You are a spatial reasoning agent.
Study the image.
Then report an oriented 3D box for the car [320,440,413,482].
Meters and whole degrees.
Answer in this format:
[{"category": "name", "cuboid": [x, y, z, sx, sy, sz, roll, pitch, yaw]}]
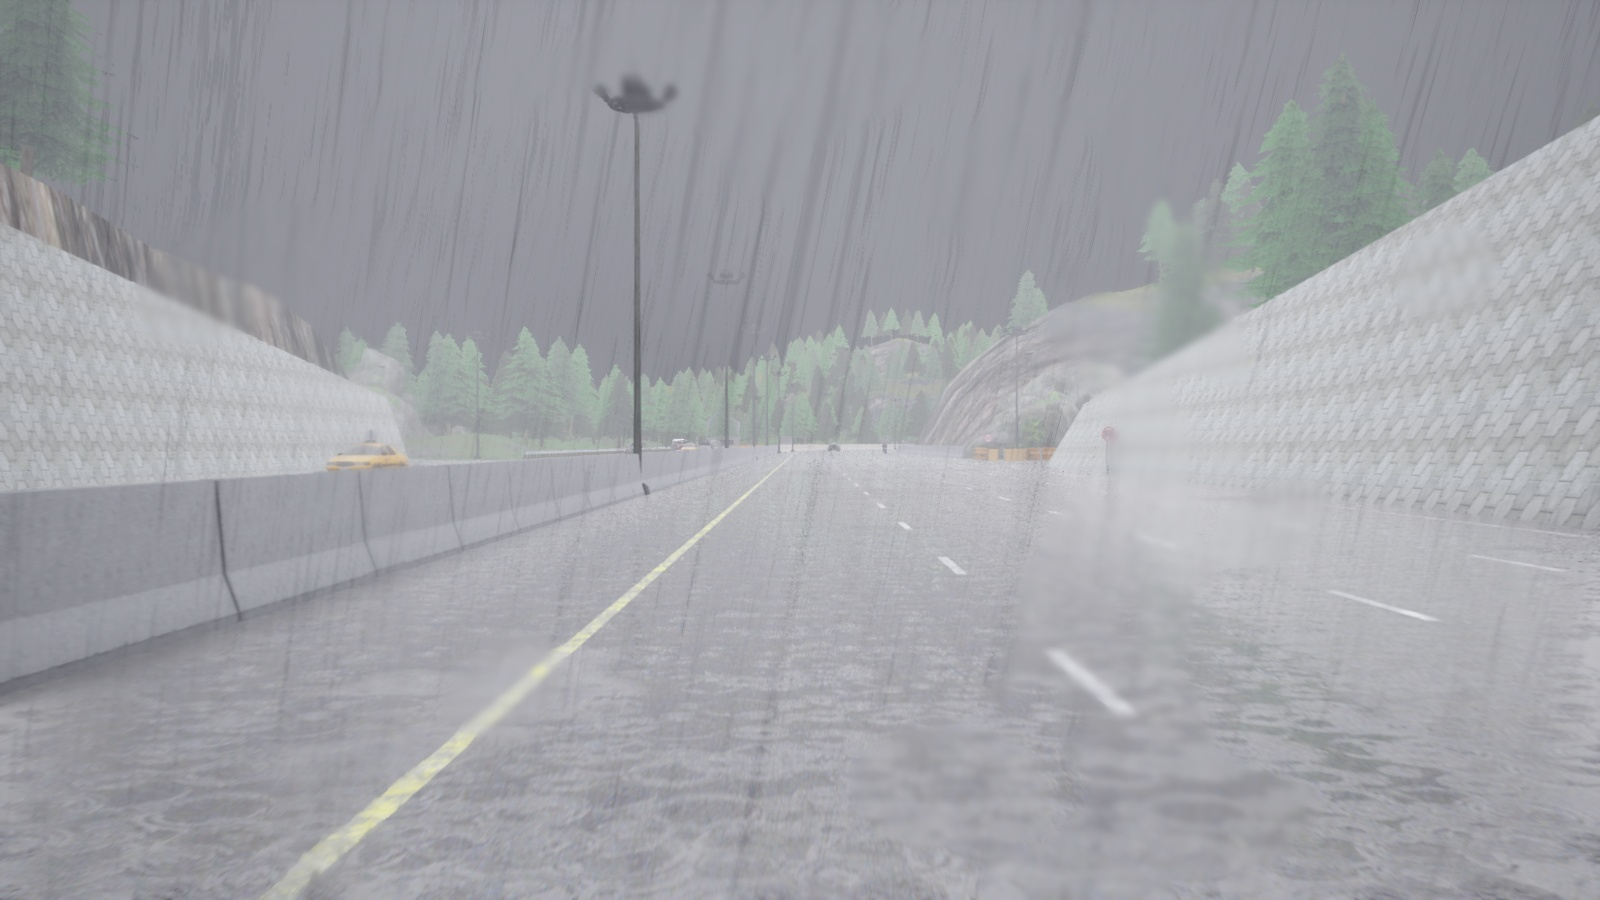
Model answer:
[{"category": "car", "cuboid": [-17.221, 0.389, 50.171, 1.801, 1.575, 5.366, 0, 0, 0]}]
